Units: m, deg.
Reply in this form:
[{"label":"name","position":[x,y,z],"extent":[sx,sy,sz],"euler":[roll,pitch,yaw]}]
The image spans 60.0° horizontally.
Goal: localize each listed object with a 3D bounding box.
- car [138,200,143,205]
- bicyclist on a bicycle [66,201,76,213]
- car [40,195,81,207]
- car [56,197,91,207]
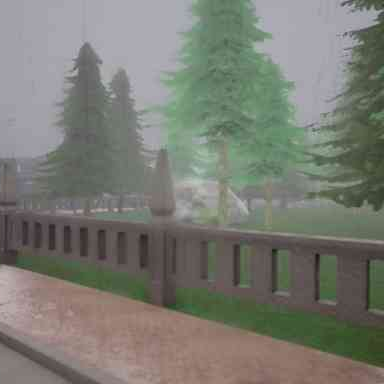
[{"label":"car","position":[-5.913,1.343,50.431],"extent":[1.895,1.301,4.718],"euler":[1,0,35]},{"label":"bicyclist on a bicycle","position":[-11.080,1.099,30.440],"extent":[1.656,1.620,0.582],"euler":[0,0,35]},{"label":"car","position":[-17.961,1.166,45.671],"extent":[1.882,1.535,5.008],"euler":[1,0,36]},{"label":"car","position":[-15.112,1.192,43.637],"extent":[1.882,1.535,5.008],"euler":[1,0,36]}]
